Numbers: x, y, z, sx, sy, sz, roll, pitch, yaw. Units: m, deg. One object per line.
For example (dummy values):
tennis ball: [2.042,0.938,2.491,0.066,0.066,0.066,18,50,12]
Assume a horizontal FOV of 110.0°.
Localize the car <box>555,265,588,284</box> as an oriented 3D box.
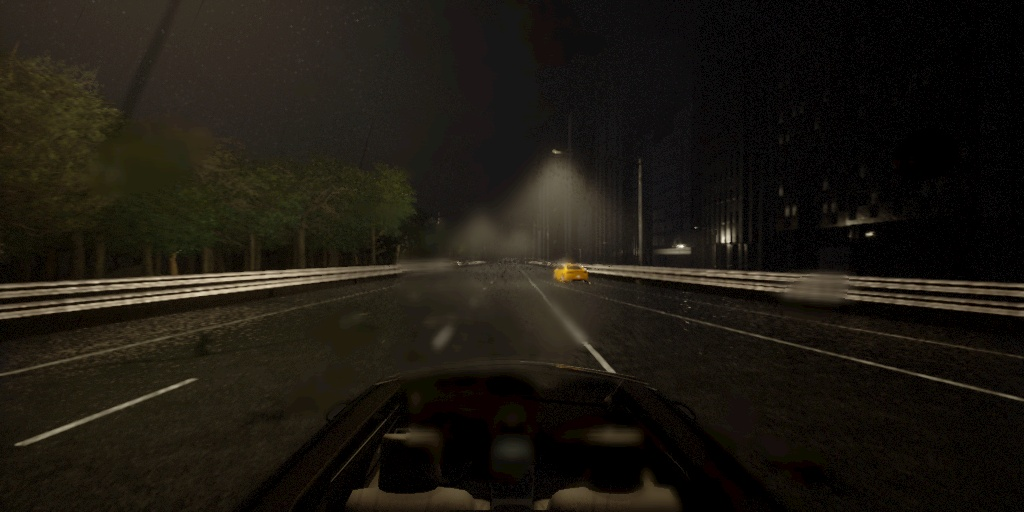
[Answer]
car: [5.008,1.508,30.811,1.882,1.535,5.008,0,0,-6]
